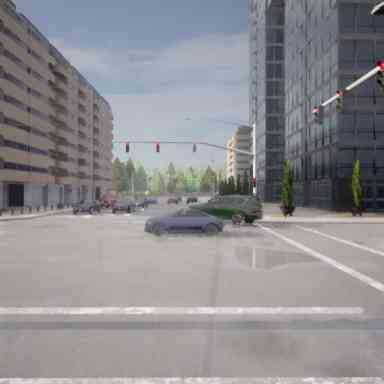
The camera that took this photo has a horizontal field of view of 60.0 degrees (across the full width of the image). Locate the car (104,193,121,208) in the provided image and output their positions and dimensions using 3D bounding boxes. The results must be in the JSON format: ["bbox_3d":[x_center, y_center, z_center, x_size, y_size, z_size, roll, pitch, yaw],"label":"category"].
[{"bbox_3d":[-10.861,1.208,44.651,2.150,2.045,5.566,0,0,0],"label":"car"}]

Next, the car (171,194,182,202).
[{"bbox_3d":[-3.396,1.333,74.380,2.097,1.767,4.553,0,0,1],"label":"car"}]

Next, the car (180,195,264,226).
[{"bbox_3d":[2.290,1.246,23.677,5.566,2.045,2.150,1,1,29],"label":"car"}]

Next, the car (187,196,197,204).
[{"bbox_3d":[0.043,1.481,61.488,1.837,1.490,4.892,0,-2,1],"label":"car"}]

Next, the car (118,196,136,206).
[{"bbox_3d":[-10.717,1.461,55.195,1.882,1.535,5.008,0,0,1],"label":"car"}]

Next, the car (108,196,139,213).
[{"bbox_3d":[-7.402,1.494,36.424,1.837,1.490,4.892,0,0,0],"label":"car"}]

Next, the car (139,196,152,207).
[{"bbox_3d":[-7.323,1.478,46.788,2.128,1.511,4.902,0,0,1],"label":"car"}]

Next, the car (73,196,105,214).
[{"bbox_3d":[-10.900,1.494,34.803,1.837,1.490,4.892,0,0,0],"label":"car"}]

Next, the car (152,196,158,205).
[{"bbox_3d":[-7.166,1.460,58.303,1.882,1.535,5.008,0,0,1],"label":"car"}]

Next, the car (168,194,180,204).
[{"bbox_3d":[-3.458,1.508,61.450,1.812,1.442,4.674,0,0,1],"label":"car"}]

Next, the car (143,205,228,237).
[{"bbox_3d":[-0.399,1.585,17.766,4.181,1.385,1.994,0,0,0],"label":"car"}]
